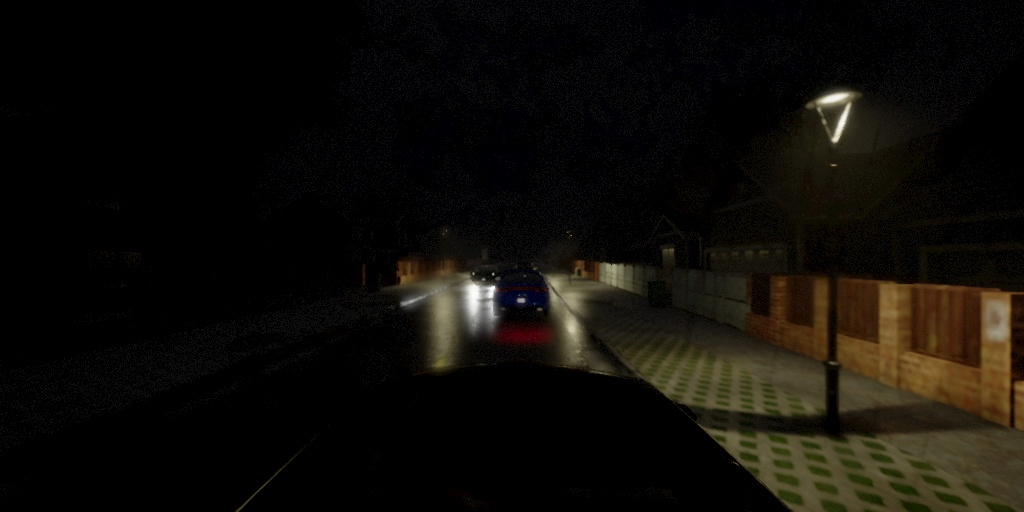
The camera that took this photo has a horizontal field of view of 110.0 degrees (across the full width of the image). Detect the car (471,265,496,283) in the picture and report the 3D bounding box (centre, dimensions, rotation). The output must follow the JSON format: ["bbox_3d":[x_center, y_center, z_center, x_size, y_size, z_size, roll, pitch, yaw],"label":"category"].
[{"bbox_3d":[-1.964,1.377,27.952,1.895,1.301,4.718,0,0,3],"label":"car"}]

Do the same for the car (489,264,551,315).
[{"bbox_3d":[0.379,1.232,13.571,1.882,1.535,5.008,0,0,2],"label":"car"}]
